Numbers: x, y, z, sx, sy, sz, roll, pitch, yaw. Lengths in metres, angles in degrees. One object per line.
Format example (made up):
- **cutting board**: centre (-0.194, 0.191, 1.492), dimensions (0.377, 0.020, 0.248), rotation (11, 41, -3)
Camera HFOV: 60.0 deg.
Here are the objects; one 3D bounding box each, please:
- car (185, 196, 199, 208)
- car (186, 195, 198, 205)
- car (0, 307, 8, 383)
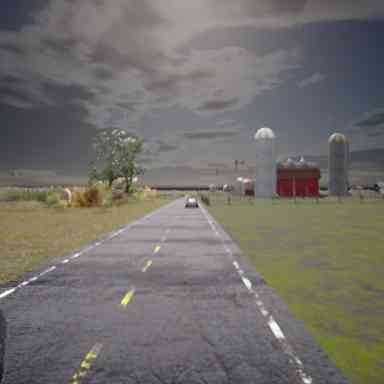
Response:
- **car**: centre (0.001, 1.640, 50.112), dimensions (1.994, 1.385, 4.181), rotation (0, 0, 0)
- **car**: centre (0.001, 1.452, 60.156), dimensions (2.097, 1.767, 4.553), rotation (0, 0, 0)
- **car**: centre (-2.840, 1.507, 1.542), dimensions (1.837, 1.490, 4.892), rotation (0, 0, 0)
